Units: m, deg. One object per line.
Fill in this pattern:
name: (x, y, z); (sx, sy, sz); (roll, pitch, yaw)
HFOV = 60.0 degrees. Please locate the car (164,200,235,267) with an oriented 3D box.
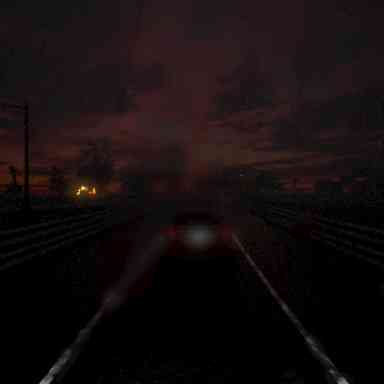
car: (0.275, 1.336, 11.603); (2.097, 1.767, 4.553); (0, 0, 2)
